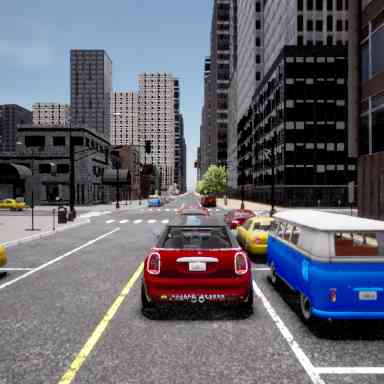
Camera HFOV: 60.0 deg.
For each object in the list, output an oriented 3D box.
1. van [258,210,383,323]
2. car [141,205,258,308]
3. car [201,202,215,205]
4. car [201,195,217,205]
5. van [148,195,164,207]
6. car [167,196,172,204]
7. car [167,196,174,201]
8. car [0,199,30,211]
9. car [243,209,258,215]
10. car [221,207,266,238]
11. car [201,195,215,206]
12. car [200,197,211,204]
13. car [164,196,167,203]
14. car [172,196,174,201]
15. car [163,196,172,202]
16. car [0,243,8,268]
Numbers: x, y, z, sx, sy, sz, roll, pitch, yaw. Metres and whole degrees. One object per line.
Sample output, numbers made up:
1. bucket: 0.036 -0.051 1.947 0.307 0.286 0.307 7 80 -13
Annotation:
1. van: 2.684 1.341 6.923 1.690 1.788 3.998 0 0 0
2. car: 0.095 1.352 8.065 2.097 1.767 4.553 0 0 0
3. car: 0.091 1.482 17.271 1.882 1.535 5.008 0 0 0
4. car: 2.661 1.369 50.638 2.192 1.841 5.009 0 0 0
5. van: -5.719 1.395 50.632 1.690 1.788 3.998 0 0 0
6. car: -5.727 1.529 67.204 1.967 1.590 4.097 0 0 0
7. car: -5.738 1.673 89.129 1.752 1.417 4.829 0 0 0
8. car: -21.428 1.469 38.455 4.829 1.417 1.752 0 0 0
9. car: 2.681 1.527 12.758 1.752 1.417 4.829 0 0 0
10. car: 2.678 1.587 18.250 1.802 1.307 4.206 0 0 0
11. car: 2.658 1.380 56.162 2.192 1.841 5.009 0 0 0
12. car: 2.654 1.655 67.211 1.947 1.339 4.313 0 0 0
13. car: -5.721 1.505 56.155 1.967 1.590 4.097 0 0 0
14. car: -5.729 1.653 72.727 2.008 1.369 4.403 0 0 0
15. car: -5.732 1.668 78.251 2.008 1.369 4.403 0 0 0
16. car: -5.696 1.525 6.749 1.752 1.417 4.829 0 0 0
